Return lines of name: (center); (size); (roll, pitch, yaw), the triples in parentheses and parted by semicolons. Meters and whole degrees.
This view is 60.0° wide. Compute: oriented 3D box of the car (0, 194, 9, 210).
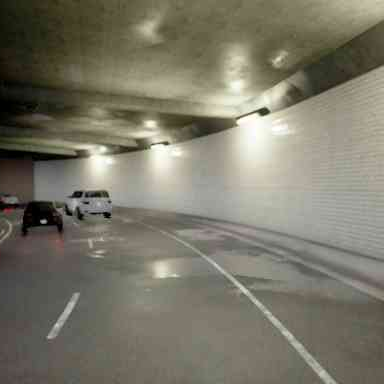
car: (-19.777, 0.811, 31.687); (4.553, 1.767, 2.097); (1, 1, 38)

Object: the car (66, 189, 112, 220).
car: (-7.522, 0.808, 23.904); (2.150, 2.045, 5.566); (0, 1, -33)

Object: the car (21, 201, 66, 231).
car: (-8.190, 1.214, 18.077); (1.812, 1.442, 4.674); (0, 1, -27)

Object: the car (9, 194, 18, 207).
car: (-21.172, 0.895, 36.886); (4.674, 1.442, 1.812); (0, 1, 33)
